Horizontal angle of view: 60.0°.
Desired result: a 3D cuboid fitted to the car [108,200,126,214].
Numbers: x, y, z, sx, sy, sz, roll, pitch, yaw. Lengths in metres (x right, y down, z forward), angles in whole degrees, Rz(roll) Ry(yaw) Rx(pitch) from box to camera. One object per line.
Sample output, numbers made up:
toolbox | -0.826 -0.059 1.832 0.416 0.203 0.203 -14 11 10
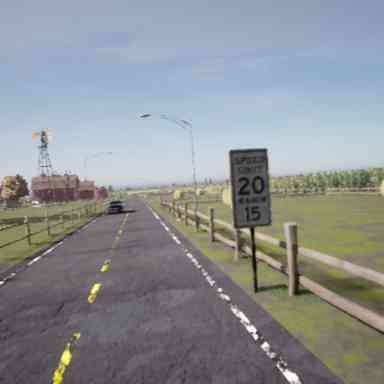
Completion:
car | -9.114 1.768 40.496 1.837 1.490 4.892 -4 0 -9
